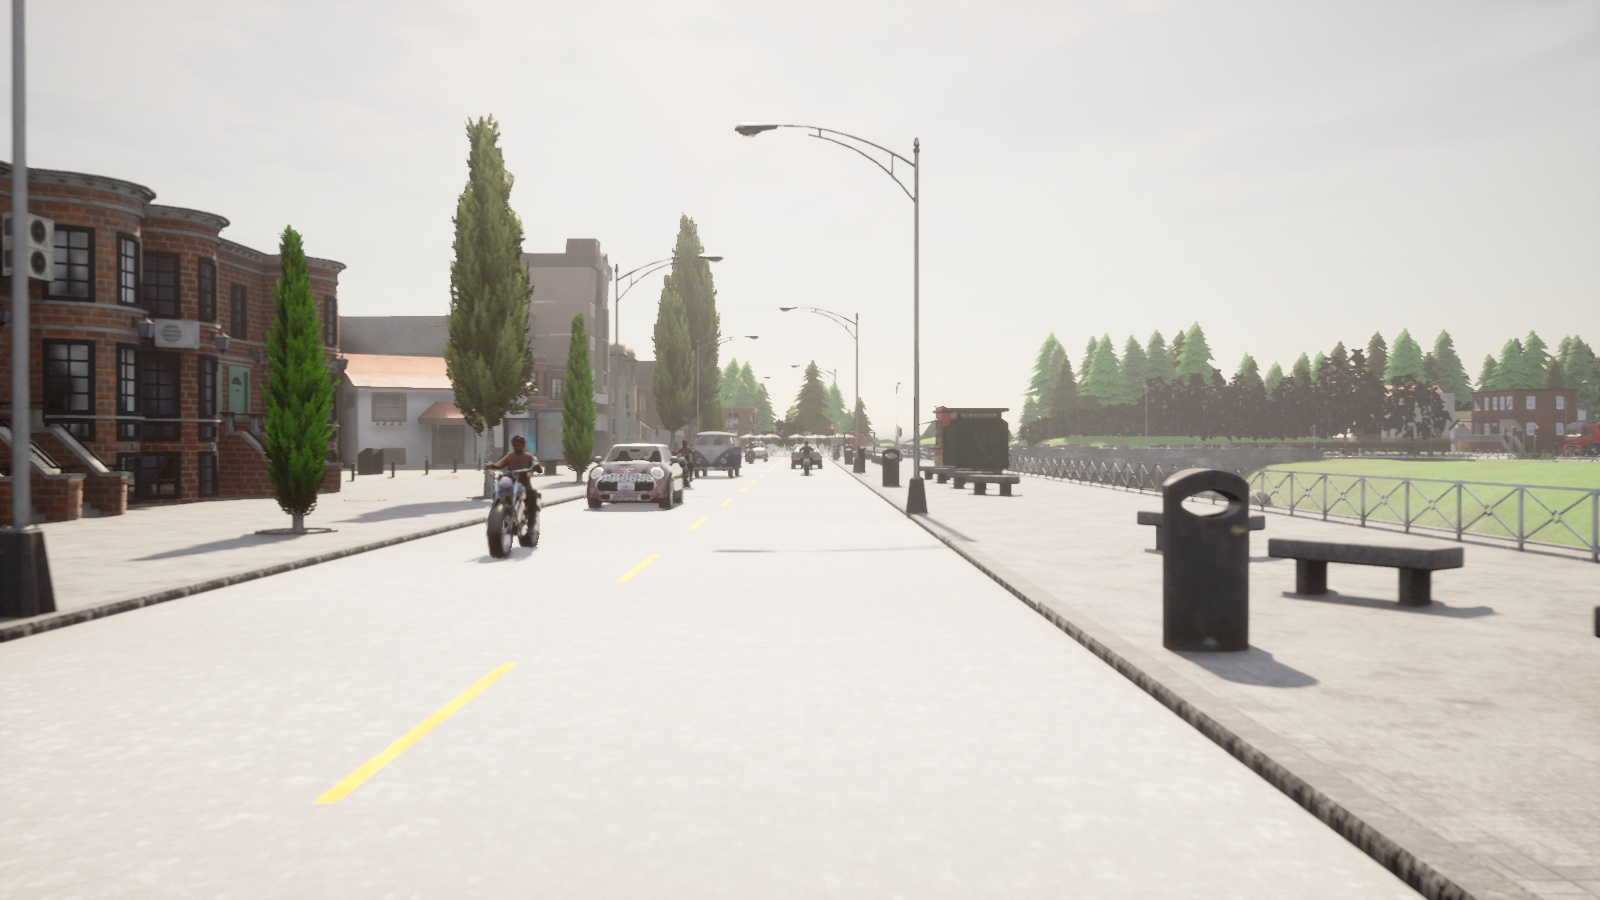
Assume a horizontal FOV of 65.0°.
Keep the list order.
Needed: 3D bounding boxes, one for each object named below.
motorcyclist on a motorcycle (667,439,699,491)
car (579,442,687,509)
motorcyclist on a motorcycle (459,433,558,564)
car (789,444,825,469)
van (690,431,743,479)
[{"bbox_3d":[-3.764,0.464,40.609,0.766,1.649,2.350,0,0,1],"label":"motorcyclist on a motorcycle"},{"bbox_3d":[-3.818,0.543,29.382,1.970,1.475,3.806,0,0,1],"label":"car"},{"bbox_3d":[-3.889,0.598,16.971,0.766,1.649,2.350,0,0,1],"label":"motorcyclist on a motorcycle"},{"bbox_3d":[0.402,0.378,73.587,2.033,1.411,5.357,0,0,0],"label":"car"},{"bbox_3d":[-3.604,0.189,54.575,1.775,1.987,4.442,0,0,3],"label":"van"}]
